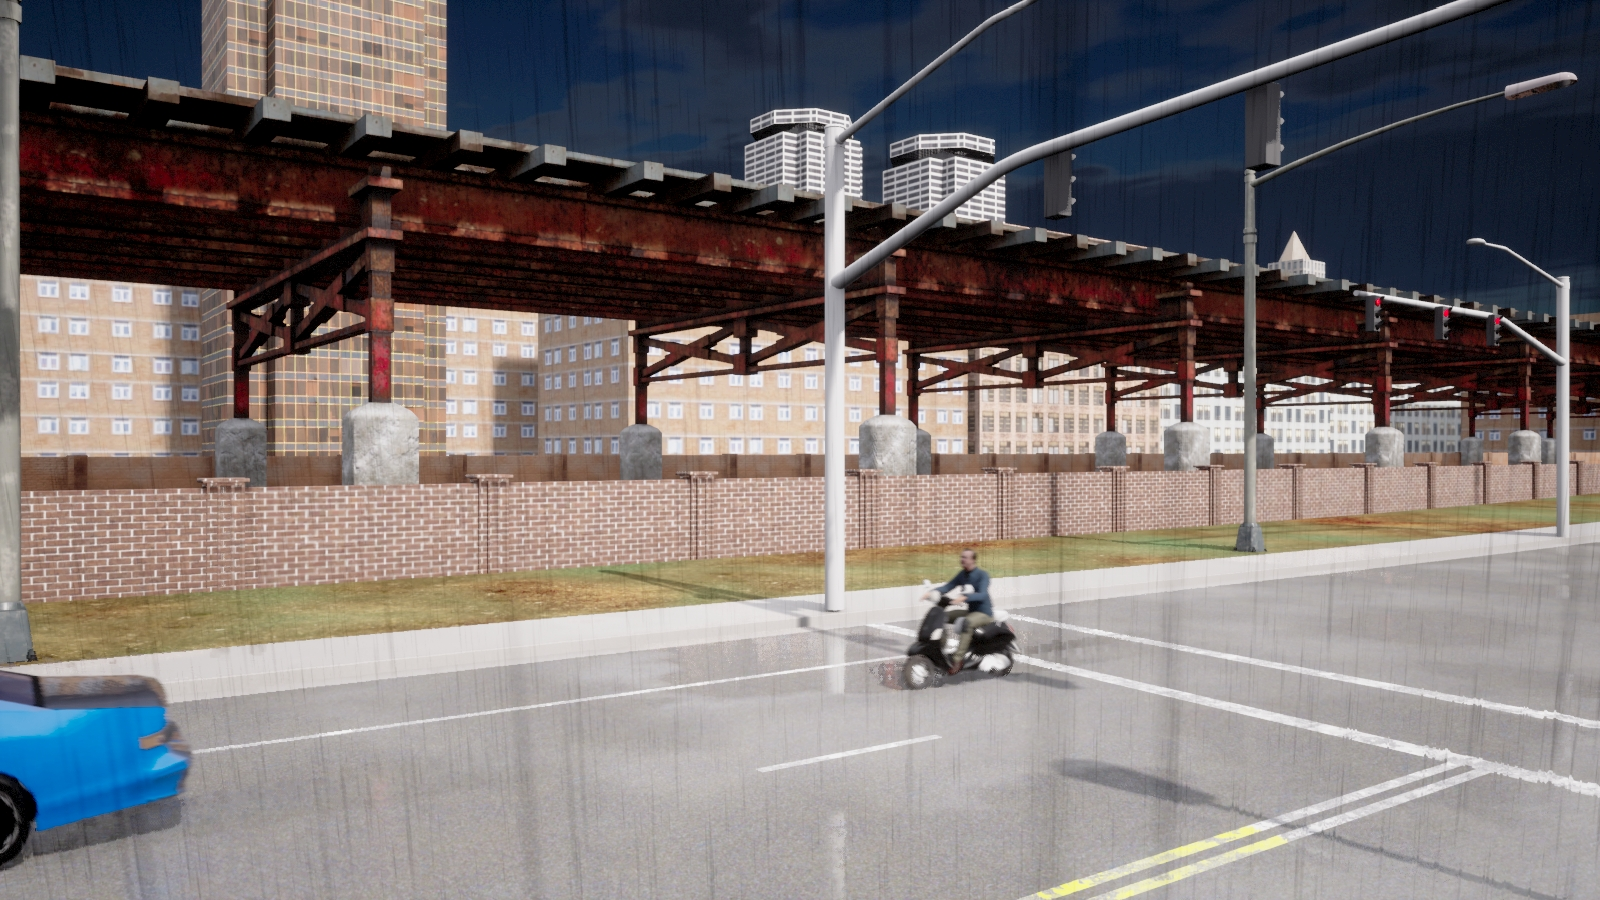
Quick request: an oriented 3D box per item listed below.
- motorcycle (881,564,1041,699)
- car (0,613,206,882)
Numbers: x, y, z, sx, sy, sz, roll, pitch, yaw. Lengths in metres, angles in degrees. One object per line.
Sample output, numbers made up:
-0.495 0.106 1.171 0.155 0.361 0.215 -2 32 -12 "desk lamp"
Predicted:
1.944 2.129 13.704 1.805 1.341 0.856 0 0 -35 "motorcycle"
-7.004 2.106 7.425 5.357 1.411 2.033 0 0 -35 "car"
